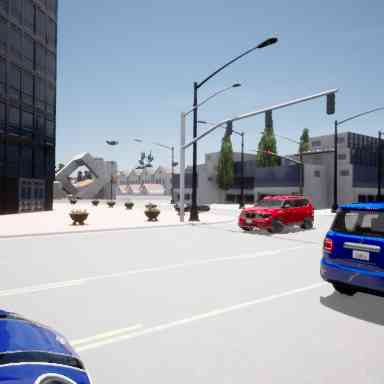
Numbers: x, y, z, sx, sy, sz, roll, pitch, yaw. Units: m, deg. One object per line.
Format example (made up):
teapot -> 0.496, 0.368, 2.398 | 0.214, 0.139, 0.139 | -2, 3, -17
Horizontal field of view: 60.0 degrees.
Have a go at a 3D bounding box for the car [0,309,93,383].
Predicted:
car -> -2.817, 1.352, 1.734 | 4.553, 1.767, 2.097 | 0, 0, -35

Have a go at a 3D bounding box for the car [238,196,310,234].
car -> 5.170, 1.269, 19.768 | 5.566, 2.045, 2.150 | 0, 1, -41

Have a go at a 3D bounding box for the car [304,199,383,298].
car -> 5.232, 1.240, 7.526 | 5.566, 2.045, 2.150 | 0, 0, -35

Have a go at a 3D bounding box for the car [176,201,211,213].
car -> 0.149, 1.694, 38.428 | 1.895, 1.301, 4.718 | 1, -1, -35
